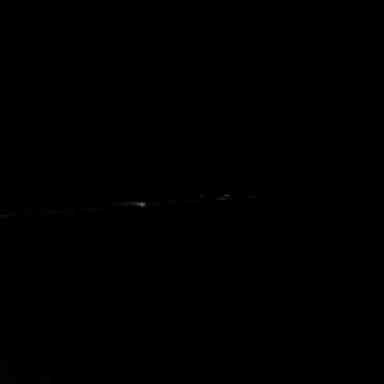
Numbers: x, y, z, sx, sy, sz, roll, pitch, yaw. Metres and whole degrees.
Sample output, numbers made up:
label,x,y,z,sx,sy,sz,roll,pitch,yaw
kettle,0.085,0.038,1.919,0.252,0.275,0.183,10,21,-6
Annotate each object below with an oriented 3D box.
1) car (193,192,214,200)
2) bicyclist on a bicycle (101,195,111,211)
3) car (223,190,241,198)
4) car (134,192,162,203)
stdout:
label,x,y,z,sx,sy,sz,roll,pitch,yaw
car,2.026,0.667,55.886,1.994,1.385,4.181,1,2,36
bicyclist on a bicycle,-8.761,1.142,33.835,1.656,1.620,0.582,-1,1,35
car,7.758,0.403,64.051,2.128,1.511,4.902,1,2,35
car,-6.539,0.764,50.089,1.837,1.490,4.892,1,2,35
